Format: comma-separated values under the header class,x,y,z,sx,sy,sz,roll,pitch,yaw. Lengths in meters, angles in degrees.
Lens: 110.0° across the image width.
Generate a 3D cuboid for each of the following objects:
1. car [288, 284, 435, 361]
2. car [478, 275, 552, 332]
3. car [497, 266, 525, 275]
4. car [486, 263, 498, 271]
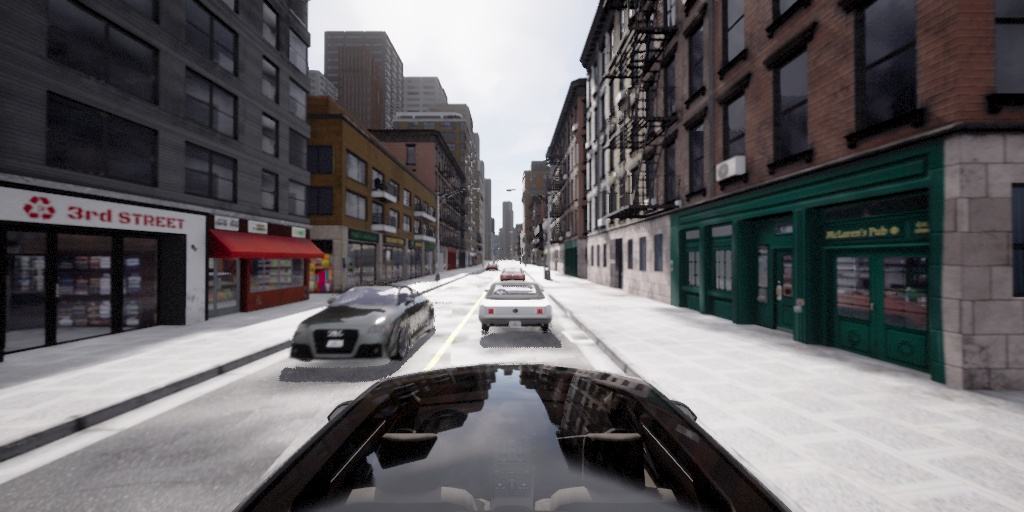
class,x,y,z,sx,sy,sz,roll,pitch,yaw
car,-3.113,1.368,8.306,1.994,1.385,4.181,0,0,0
car,0.081,1.428,11.192,1.895,1.301,4.718,0,0,0
car,0.047,1.560,28.005,1.895,1.301,4.718,0,0,0
car,-3.122,1.787,57.535,1.895,1.301,4.718,0,0,0
